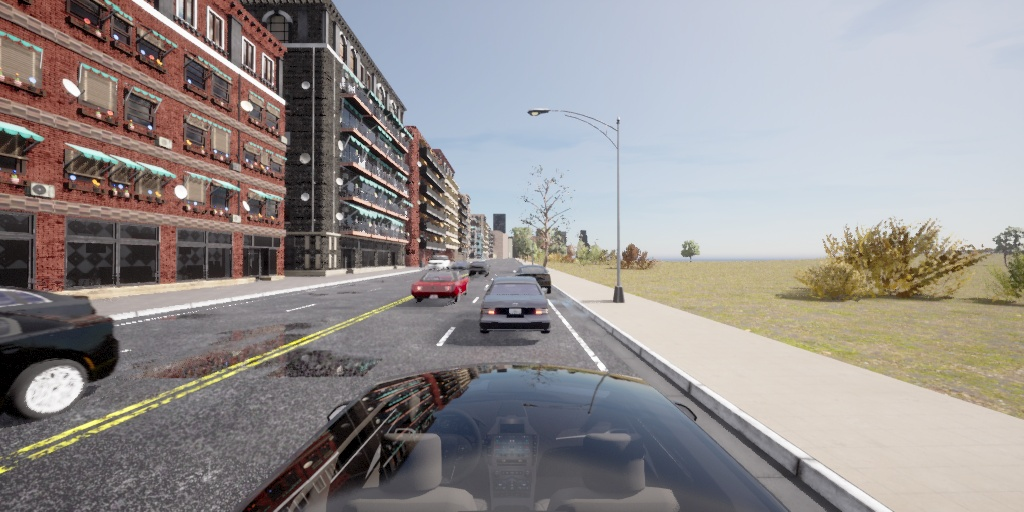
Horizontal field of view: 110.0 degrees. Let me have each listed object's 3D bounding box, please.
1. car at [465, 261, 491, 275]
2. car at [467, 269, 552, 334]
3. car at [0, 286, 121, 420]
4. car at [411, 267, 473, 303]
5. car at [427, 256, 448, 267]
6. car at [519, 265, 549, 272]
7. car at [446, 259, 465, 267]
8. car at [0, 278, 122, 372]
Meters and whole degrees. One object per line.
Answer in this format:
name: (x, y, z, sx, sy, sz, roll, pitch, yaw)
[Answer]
car: (-3.200, 1.258, 35.596, 1.837, 1.490, 4.892, 0, 1, 0)
car: (0.089, 1.299, 10.632, 2.033, 1.411, 5.357, 0, 0, 0)
car: (-6.602, 1.228, 3.021, 1.882, 1.535, 5.008, 0, 0, 0)
car: (-3.176, 1.352, 16.784, 1.895, 1.301, 4.718, 0, 0, 0)
car: (-9.918, 0.972, 48.803, 2.150, 2.045, 5.566, 0, 0, 0)
car: (1.109, 1.230, 20.396, 1.882, 1.535, 5.008, 0, 0, 0)
car: (-6.666, 1.298, 46.328, 2.033, 1.411, 5.357, 0, 0, 0)
car: (-9.857, 1.242, 5.631, 2.128, 1.511, 4.902, 0, 0, 0)
